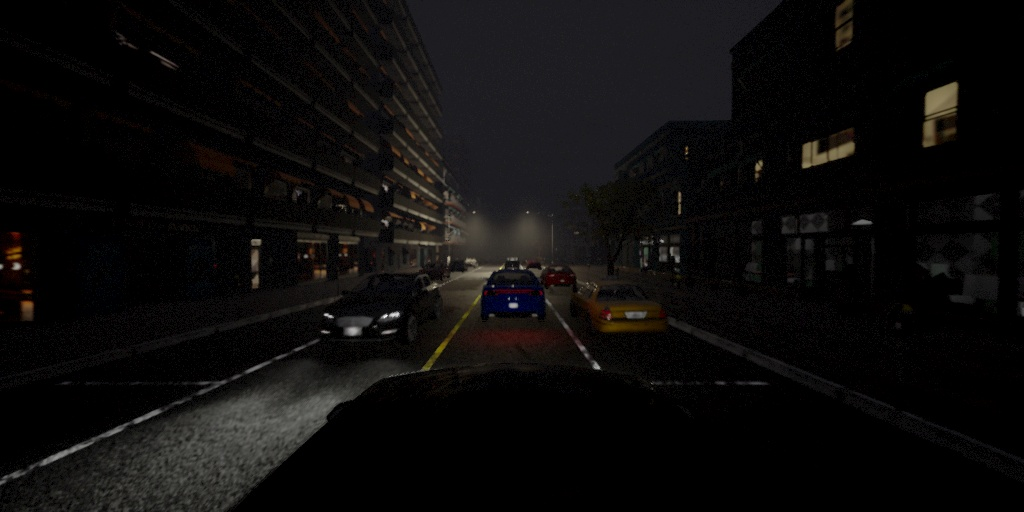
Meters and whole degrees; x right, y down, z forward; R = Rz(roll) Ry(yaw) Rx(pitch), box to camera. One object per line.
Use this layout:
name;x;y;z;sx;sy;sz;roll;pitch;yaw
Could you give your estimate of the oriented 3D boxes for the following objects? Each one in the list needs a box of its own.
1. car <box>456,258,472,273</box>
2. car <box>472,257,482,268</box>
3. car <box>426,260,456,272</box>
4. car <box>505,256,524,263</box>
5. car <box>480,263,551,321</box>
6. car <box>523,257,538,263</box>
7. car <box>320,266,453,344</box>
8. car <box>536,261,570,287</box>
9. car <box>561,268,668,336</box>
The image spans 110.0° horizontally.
car;-5.727;1.086;38.294;1.948;1.339;4.313;0;0;0
car;-5.738;1.000;49.648;2.007;1.370;4.403;0;0;0
car;-5.716;1.136;26.939;1.888;1.381;4.507;0;0;0
car;0.055;0.956;47.133;2.128;1.511;4.902;0;0;0
car;0.018;1.162;12.116;1.882;1.535;5.008;0;0;0
car;2.649;1.067;43.951;1.802;1.307;4.207;0;0;0
car;-3.107;1.192;9.437;2.128;1.511;4.902;0;0;0
car;2.670;1.172;21.241;1.888;1.381;4.507;0;0;0
car;2.682;1.224;10.057;1.751;1.417;4.829;0;0;0
